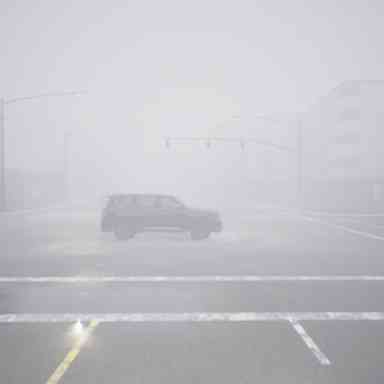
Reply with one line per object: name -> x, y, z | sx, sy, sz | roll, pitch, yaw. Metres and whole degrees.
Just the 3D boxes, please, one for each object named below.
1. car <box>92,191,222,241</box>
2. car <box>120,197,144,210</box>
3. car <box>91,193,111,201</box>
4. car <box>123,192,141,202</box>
car -> -1.415, 1.100, 15.454 | 5.566, 2.045, 2.150 | 0, 1, -1
car -> -6.591, 1.232, 37.057 | 1.895, 1.301, 4.718 | 0, 1, -2
car -> -17.307, 0.846, 63.200 | 2.033, 1.411, 5.357 | -1, 1, -35
car -> -10.559, 0.838, 57.985 | 1.882, 1.535, 5.008 | 0, 1, -25
